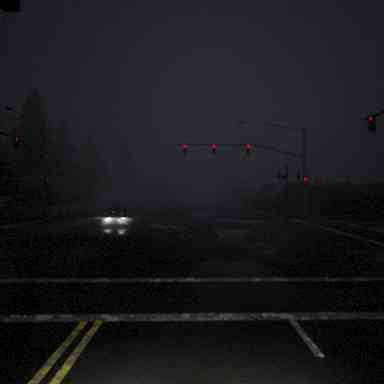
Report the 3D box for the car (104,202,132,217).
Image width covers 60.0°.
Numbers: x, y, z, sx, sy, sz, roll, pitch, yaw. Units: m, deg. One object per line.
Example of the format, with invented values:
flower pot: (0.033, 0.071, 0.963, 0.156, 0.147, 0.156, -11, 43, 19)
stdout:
car: (-6.947, 1.604, 31.564, 1.994, 1.385, 4.181, 0, 0, 0)
